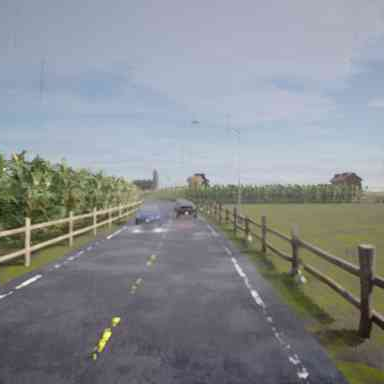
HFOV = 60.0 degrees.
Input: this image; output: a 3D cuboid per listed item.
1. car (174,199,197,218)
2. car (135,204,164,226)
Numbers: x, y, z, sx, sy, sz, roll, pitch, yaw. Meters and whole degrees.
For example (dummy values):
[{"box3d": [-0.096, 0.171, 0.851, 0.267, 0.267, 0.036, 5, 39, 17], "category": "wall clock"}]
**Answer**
[{"box3d": [-0.565, 1.612, 31.408, 1.837, 1.490, 4.892, 0, 0, -3], "category": "car"}, {"box3d": [-3.019, 1.629, 24.369, 1.812, 1.442, 4.674, 0, 0, -2], "category": "car"}]
